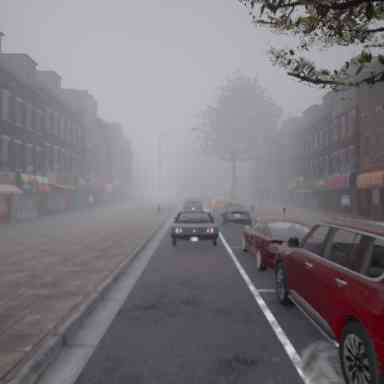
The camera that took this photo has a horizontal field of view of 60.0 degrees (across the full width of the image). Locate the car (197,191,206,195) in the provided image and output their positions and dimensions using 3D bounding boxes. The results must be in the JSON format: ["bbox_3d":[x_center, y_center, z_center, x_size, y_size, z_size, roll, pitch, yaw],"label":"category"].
[{"bbox_3d":[2.704,0.814,71.476,1.967,1.590,4.097,2,0,0],"label":"car"}]

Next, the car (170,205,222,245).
[{"bbox_3d":[0.102,1.494,14.950,1.895,1.301,4.718,0,0,0],"label":"car"}]

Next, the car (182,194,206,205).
[{"bbox_3d":[0.112,1.229,31.927,1.837,1.490,4.892,0,1,0],"label":"car"}]

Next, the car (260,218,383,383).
[{"bbox_3d":[2.669,1.285,4.823,2.192,1.841,5.009,2,0,0],"label":"car"}]

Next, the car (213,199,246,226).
[{"bbox_3d":[2.675,1.399,21.493,1.947,1.339,4.313,2,1,0],"label":"car"}]

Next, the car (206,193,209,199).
[{"bbox_3d":[3.045,1.129,41.701,1.837,1.490,4.892,0,1,0],"label":"car"}]

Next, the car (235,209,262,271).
[{"bbox_3d":[2.667,1.476,10.382,1.887,1.381,4.507,2,0,0],"label":"car"}]

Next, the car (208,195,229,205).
[{"bbox_3d":[3.035,1.173,34.697,1.882,1.535,5.008,0,1,0],"label":"car"}]
